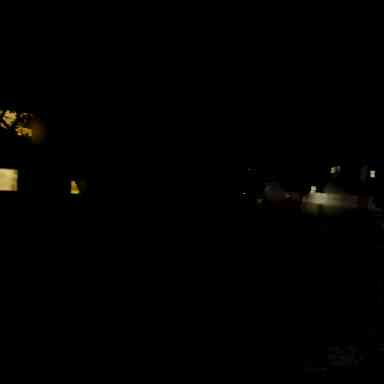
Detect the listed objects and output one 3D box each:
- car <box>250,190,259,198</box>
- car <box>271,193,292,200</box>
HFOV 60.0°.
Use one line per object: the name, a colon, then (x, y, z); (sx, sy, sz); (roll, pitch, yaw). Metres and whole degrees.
car: (11.592, 0.416, 64.174); (2.128, 1.511, 4.902); (2, 1, -3)
car: (12.589, 0.866, 47.068); (2.033, 1.411, 5.357); (2, 1, -3)
